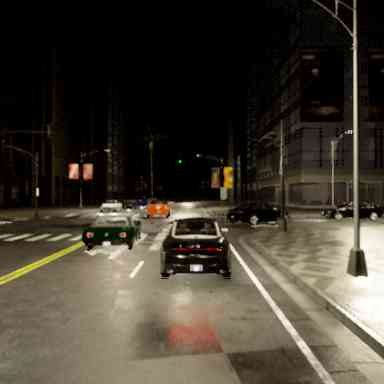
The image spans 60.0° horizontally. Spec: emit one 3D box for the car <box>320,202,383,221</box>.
[{"bbox_3d":[13.133,1.576,27.443,4.892,1.490,1.837,0,-1,-1],"label":"car"}]

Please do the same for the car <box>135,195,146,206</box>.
[{"bbox_3d":[-9.741,1.611,62.172,2.150,2.045,5.566,0,0,0],"label":"car"}]

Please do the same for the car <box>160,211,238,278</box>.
[{"bbox_3d":[0.102,1.539,10.211,1.837,1.490,4.892,0,0,0],"label":"car"}]

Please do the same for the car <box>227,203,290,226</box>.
[{"bbox_3d":[4.793,1.533,23.657,5.008,1.535,1.882,0,-3,-34],"label":"car"}]

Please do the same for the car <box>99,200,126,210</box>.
[{"bbox_3d":[-9.837,1.750,40.810,1.812,1.442,4.674,0,0,0],"label":"car"}]

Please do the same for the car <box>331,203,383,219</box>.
[{"bbox_3d":[15.190,1.663,30.228,4.313,1.339,1.947,0,0,-1],"label":"car"}]

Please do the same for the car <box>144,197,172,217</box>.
[{"bbox_3d":[-3.144,1.523,32.942,2.097,1.767,4.553,0,0,0],"label":"car"}]

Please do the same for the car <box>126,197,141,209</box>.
[{"bbox_3d":[-9.807,1.850,51.464,2.033,1.411,5.357,0,0,0],"label":"car"}]

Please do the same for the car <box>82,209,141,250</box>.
[{"bbox_3d":[-3.318,1.655,14.675,1.895,1.301,4.718,0,0,-3],"label":"car"}]

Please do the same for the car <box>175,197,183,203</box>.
[{"bbox_3d":[-3.237,2.090,82.497,1.812,1.442,4.674,0,0,0],"label":"car"}]
